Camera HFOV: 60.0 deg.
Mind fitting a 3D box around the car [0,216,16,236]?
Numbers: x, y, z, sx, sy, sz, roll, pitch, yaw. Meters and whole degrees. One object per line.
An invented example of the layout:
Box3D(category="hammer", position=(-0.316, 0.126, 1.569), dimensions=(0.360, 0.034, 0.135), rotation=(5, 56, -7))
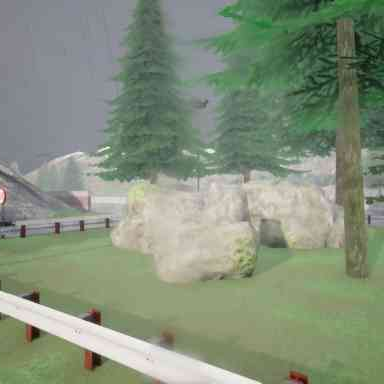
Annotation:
Box3D(category="car", position=(-10.805, 1.358, 15.610), dimensions=(5.357, 1.411, 2.033), rotation=(0, 0, 22))
